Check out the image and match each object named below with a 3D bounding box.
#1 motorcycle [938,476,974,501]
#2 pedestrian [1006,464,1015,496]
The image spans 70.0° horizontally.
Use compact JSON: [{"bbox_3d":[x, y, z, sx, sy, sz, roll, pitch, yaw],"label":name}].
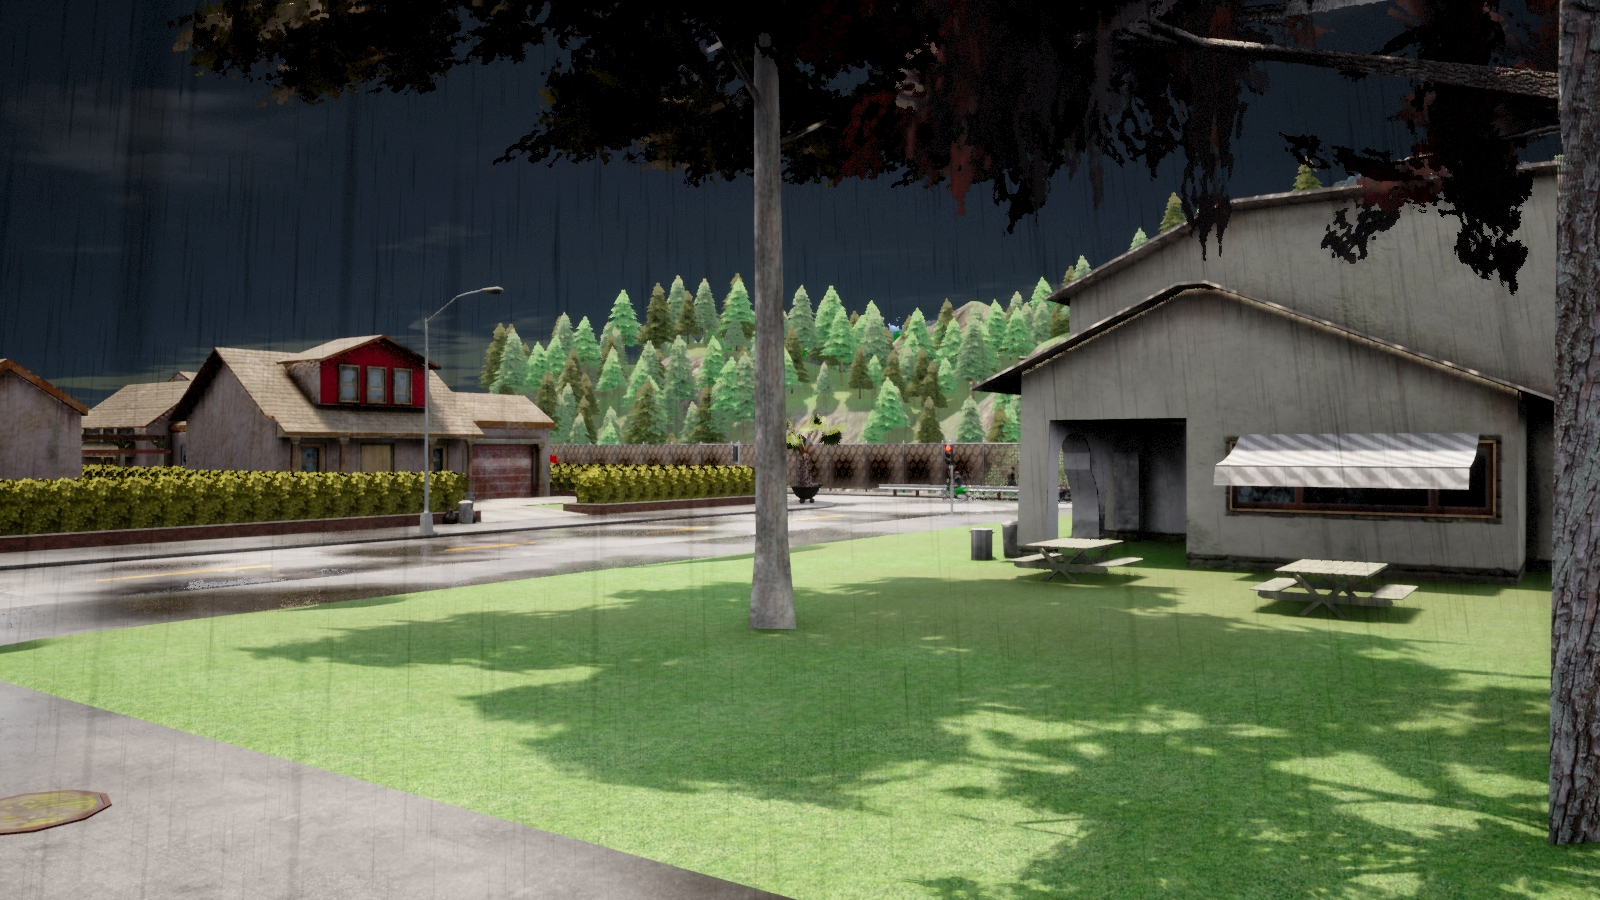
[{"bbox_3d":[8.667,2.142,63.585,1.805,1.316,0.856,0,0,35],"label":"motorcycle"},{"bbox_3d":[12.370,1.745,67.041,0.375,1.860,0.375,0,0,36],"label":"pedestrian"}]
